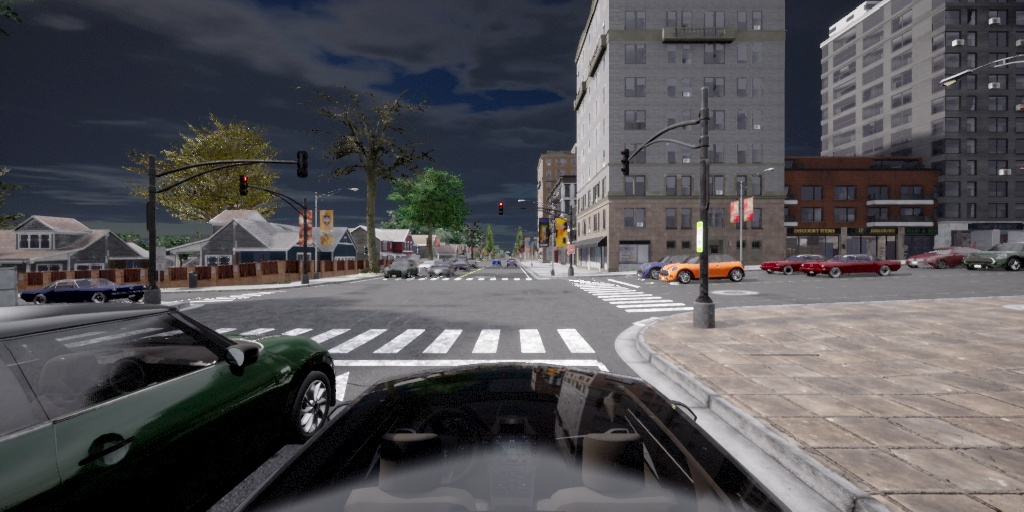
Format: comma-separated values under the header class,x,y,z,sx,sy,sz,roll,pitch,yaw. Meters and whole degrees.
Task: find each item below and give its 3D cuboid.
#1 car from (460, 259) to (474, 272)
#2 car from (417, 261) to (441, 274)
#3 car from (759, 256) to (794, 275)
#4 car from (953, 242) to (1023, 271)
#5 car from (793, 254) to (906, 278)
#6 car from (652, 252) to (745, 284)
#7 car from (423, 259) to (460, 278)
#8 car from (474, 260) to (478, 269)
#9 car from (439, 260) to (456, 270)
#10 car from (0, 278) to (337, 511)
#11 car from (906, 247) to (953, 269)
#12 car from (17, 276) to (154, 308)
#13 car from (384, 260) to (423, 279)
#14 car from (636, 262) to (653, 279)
class,x,y,z,sx,sy,sz,roll,pitch,yaw
car,-6.654,1.331,47.272,2.033,1.411,5.357,0,0,0
car,-9.904,1.301,43.080,1.812,1.442,4.674,0,0,0
car,20.096,0.583,24.979,4.718,1.301,1.895,-2,0,0
car,30.492,-0.045,21.764,4.553,1.767,2.097,-2,0,0
car,20.337,0.584,21.730,4.718,1.301,1.895,-2,0,0
car,11.353,0.680,21.695,4.553,1.767,2.097,-2,0,0
car,-6.639,1.257,34.404,2.128,1.511,4.902,0,0,0
car,-6.657,1.319,58.565,1.837,1.490,4.892,0,0,0
car,-9.911,1.310,55.320,1.837,1.490,4.892,0,-1,0
car,-3.152,1.102,2.461,2.097,1.767,4.553,0,0,0
car,30.407,0.122,25.011,4.674,1.442,1.812,-2,0,0
car,-21.636,1.806,18.338,4.718,1.301,1.895,-2,0,0
car,-9.887,1.115,32.337,2.097,1.767,4.553,0,0,0
car,11.099,0.679,25.015,4.553,1.767,2.097,-2,0,2
